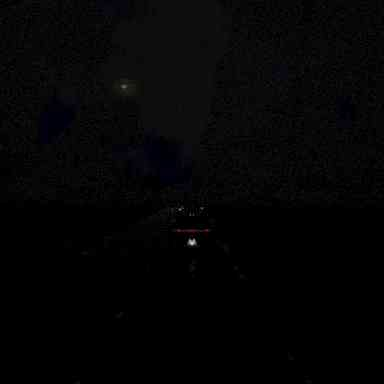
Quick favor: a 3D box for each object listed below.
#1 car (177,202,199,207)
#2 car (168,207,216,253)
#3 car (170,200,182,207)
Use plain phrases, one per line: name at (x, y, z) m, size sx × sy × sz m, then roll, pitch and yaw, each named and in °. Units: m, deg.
car at (0.013, 1.830, 29.301) m, size 1.994 × 1.385 × 4.181 m, roll 0°, pitch 0°, yaw 0°
car at (0.008, 1.625, 14.299) m, size 2.128 × 1.511 × 4.902 m, roll 0°, pitch 0°, yaw 0°
car at (-2.734, 2.088, 59.453) m, size 1.994 × 1.385 × 4.181 m, roll 0°, pitch -1°, yaw 0°
